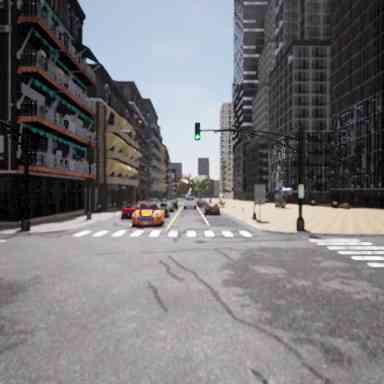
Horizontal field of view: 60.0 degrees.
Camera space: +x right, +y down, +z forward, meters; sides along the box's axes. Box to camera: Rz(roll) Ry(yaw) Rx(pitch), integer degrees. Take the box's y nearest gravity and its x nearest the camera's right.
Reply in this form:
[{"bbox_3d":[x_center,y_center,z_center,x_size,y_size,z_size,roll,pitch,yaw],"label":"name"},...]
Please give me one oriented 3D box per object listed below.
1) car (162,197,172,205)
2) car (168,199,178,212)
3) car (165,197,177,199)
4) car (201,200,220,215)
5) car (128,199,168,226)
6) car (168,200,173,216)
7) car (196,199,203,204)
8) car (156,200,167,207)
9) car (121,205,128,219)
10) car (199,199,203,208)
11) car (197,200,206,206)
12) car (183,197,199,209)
[{"bbox_3d":[-6.336,2.272,84.330,2.192,1.841,5.009,-1,-1,0],"label":"car"},{"bbox_3d":[-3.443,2.063,46.090,2.033,1.411,5.357,0,-1,0],"label":"car"},{"bbox_3d":[-3.476,1.857,56.411,2.150,2.045,5.566,0,-1,1],"label":"car"},{"bbox_3d":[2.345,1.992,39.258,1.887,1.381,4.507,-1,-1,0],"label":"car"},{"bbox_3d":[-3.301,1.637,25.769,2.097,1.767,4.553,0,-1,0],"label":"car"},{"bbox_3d":[-3.372,1.903,35.764,1.837,1.490,4.892,0,-1,0],"label":"car"},{"bbox_3d":[1.971,2.566,90.265,1.752,1.417,4.829,-1,-1,0],"label":"car"},{"bbox_3d":[-6.208,2.341,67.382,1.802,1.307,4.206,-1,-1,0],"label":"car"},{"bbox_3d":[-5.960,1.912,33.491,1.887,1.381,4.507,-1,-1,0],"label":"car"},{"bbox_3d":[2.180,2.259,61.852,2.008,1.369,4.403,-1,-1,0],"label":"car"},{"bbox_3d":[2.097,2.385,73.149,1.887,1.381,4.507,-1,-1,0],"label":"car"},{"bbox_3d":[-0.330,1.874,57.379,2.150,2.045,5.566,0,-1,0],"label":"car"}]
